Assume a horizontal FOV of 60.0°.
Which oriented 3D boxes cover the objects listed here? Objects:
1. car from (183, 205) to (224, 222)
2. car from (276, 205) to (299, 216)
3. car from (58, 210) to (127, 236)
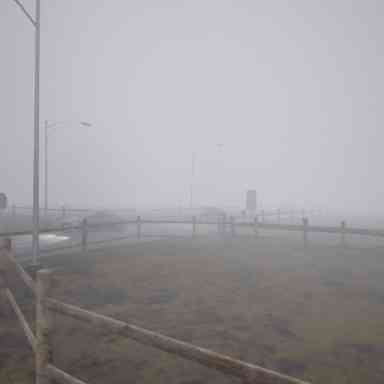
[{"bbox_3d":[1.155,2.017,30.580,1.882,1.535,5.008,1,0,35],"label":"car"},{"bbox_3d":[14.161,2.663,48.903,2.033,1.411,5.357,1,-1,35],"label":"car"},{"bbox_3d":[-5.993,1.829,20.410,1.994,1.385,4.181,1,-1,35],"label":"car"}]
